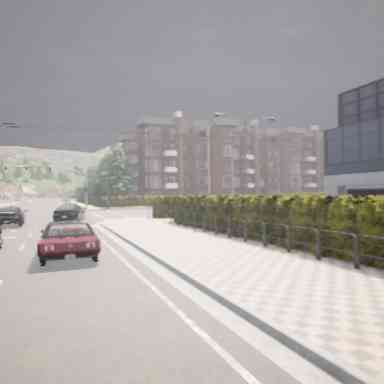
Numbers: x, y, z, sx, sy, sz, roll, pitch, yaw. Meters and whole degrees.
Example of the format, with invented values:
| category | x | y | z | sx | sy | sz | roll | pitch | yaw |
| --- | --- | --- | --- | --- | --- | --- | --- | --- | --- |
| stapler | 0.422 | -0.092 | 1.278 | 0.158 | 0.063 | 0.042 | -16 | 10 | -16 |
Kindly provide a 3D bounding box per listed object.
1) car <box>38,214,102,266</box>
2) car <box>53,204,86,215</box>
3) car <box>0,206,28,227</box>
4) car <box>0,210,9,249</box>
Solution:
| category | x | y | z | sx | sy | sz | roll | pitch | yaw |
| --- | --- | --- | --- | --- | --- | --- | --- | --- | --- |
| car | -4.559 | 1.729 | 12.287 | 1.895 | 1.301 | 4.718 | -1 | 0 | -22 |
| car | -10.239 | 1.766 | 28.093 | 1.882 | 1.535 | 5.008 | -2 | 0 | -9 |
| car | -13.830 | 1.844 | 25.433 | 1.837 | 1.490 | 4.892 | -1 | 0 | -23 |
| car | -8.368 | 1.670 | 12.381 | 1.882 | 1.535 | 5.008 | -1 | 0 | -22 |
